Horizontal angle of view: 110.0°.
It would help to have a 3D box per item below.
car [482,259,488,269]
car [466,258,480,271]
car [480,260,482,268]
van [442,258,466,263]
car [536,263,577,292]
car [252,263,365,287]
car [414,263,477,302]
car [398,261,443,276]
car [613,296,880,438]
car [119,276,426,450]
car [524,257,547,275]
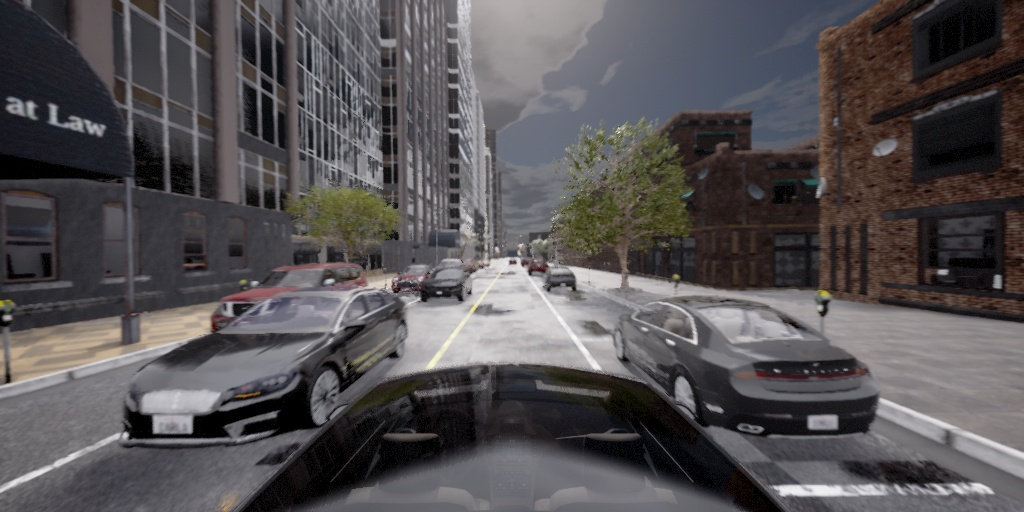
[{"bbox_3d":[-5.557,1.430,60.796,1.888,1.381,4.507,0,0,0],"label":"car"},{"bbox_3d":[-5.595,1.182,44.191,2.192,1.841,5.009,0,0,0],"label":"car"},{"bbox_3d":[-5.583,1.399,49.557,1.751,1.417,4.829,0,0,0],"label":"car"},{"bbox_3d":[-5.621,1.197,33.122,1.690,1.789,3.998,0,0,0],"label":"van"},{"bbox_3d":[2.744,1.287,21.289,2.007,1.370,4.403,0,0,0],"label":"car"},{"bbox_3d":[-5.776,1.147,10.256,2.192,1.841,5.009,0,0,0],"label":"car"},{"bbox_3d":[-3.064,1.284,17.610,1.882,1.535,5.008,-1,0,0],"label":"car"},{"bbox_3d":[-5.660,1.283,21.325,1.967,1.591,4.097,0,0,0],"label":"car"},{"bbox_3d":[2.825,1.268,5.420,2.007,1.370,4.403,0,0,0],"label":"car"},{"bbox_3d":[-3.100,1.285,5.738,2.128,1.511,4.902,-1,0,0],"label":"car"},{"bbox_3d":[2.772,1.070,38.628,2.192,1.841,5.009,0,0,0],"label":"car"}]
